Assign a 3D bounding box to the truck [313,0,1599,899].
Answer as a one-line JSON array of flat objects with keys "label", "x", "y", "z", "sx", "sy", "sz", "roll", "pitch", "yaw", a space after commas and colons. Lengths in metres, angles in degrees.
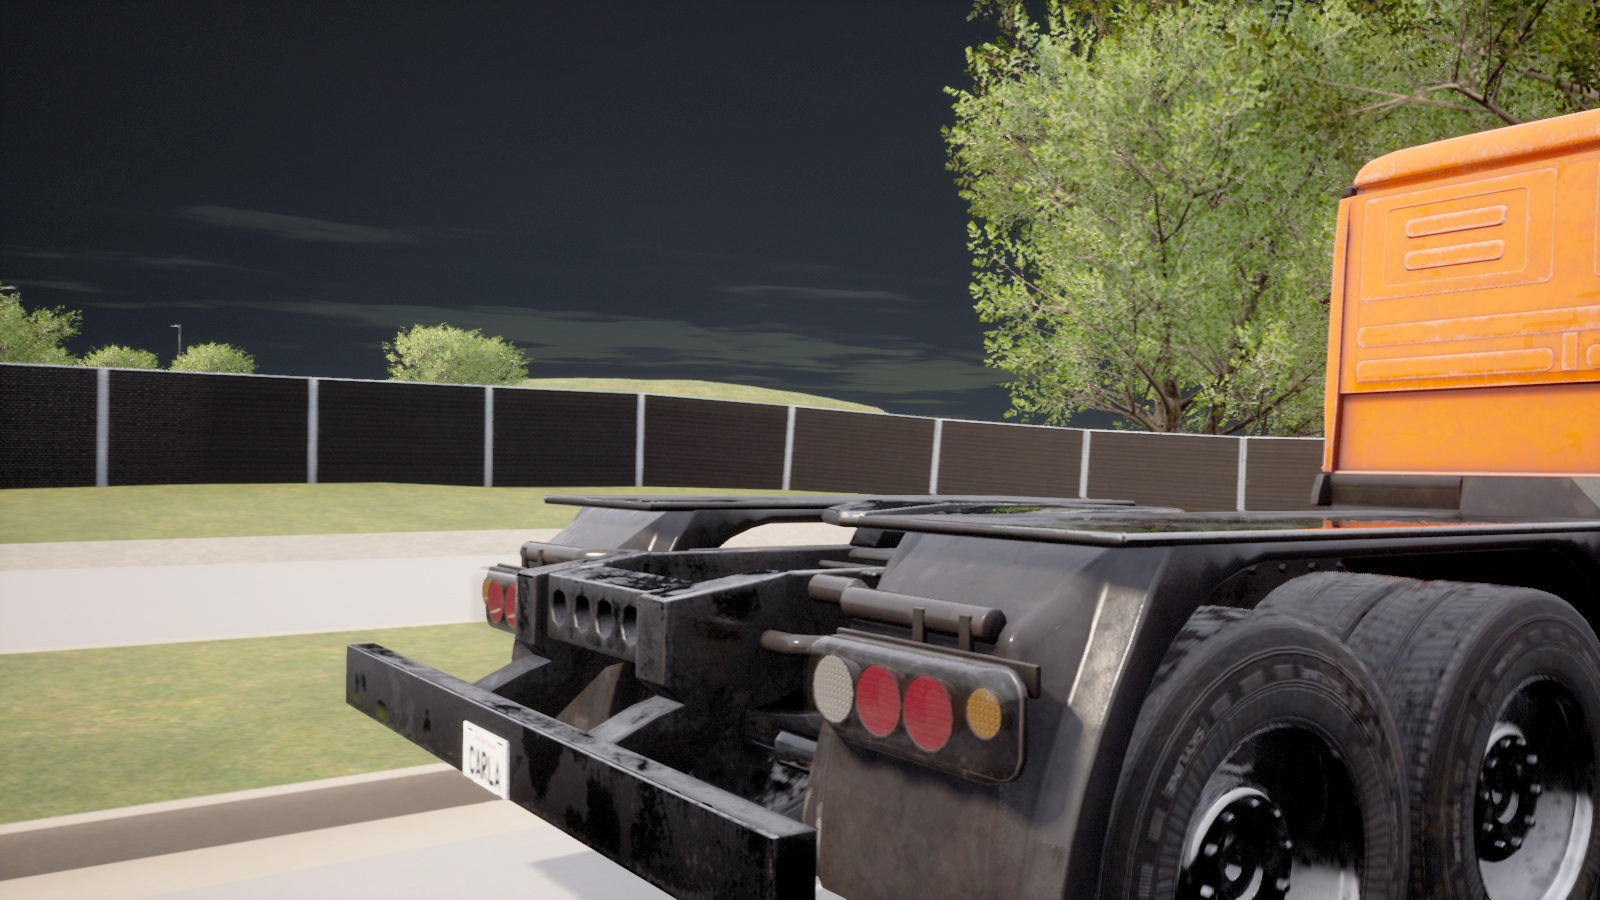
[{"label": "truck", "x": 2.450, "y": -0.186, "z": 5.366, "sx": 7.936, "sy": 3.462, "sz": 2.891, "roll": 1, "pitch": -1, "yaw": -35}]
